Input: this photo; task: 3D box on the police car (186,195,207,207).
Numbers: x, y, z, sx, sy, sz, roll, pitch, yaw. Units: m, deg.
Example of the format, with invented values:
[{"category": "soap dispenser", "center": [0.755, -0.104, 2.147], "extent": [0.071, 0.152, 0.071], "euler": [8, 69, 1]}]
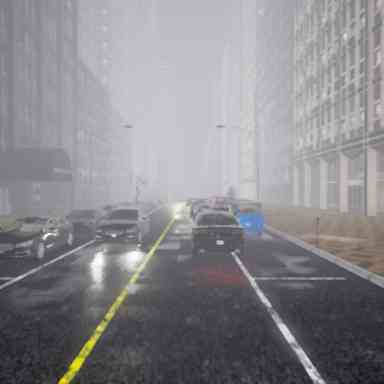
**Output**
[{"category": "police car", "center": [0.776, 1.395, 29.261], "extent": [1.930, 1.638, 5.238], "euler": [0, 0, 2]}]

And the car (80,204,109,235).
[{"category": "car", "center": [-5.692, 1.548, 17.783], "extent": [1.947, 1.339, 4.313], "euler": [-1, 0, 0]}]

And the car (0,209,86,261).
[{"category": "car", "center": [-5.694, 1.539, 12.099], "extent": [2.008, 1.369, 4.403], "euler": [-1, 0, 0]}]

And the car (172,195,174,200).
[{"category": "car", "center": [-5.676, 1.363, 74.619], "extent": [1.967, 1.590, 4.097], "euler": [-1, 0, 0]}]

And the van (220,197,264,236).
[{"category": "van", "center": [2.686, 1.323, 17.780], "extent": [1.690, 1.788, 3.998], "euler": [-1, 0, 0]}]

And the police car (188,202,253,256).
[{"category": "police car", "center": [0.904, 1.412, 13.237], "extent": [1.930, 1.638, 5.238], "euler": [0, 0, 0]}]

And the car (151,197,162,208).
[{"category": "car", "center": [-5.684, 1.504, 46.201], "extent": [2.008, 1.369, 4.403], "euler": [-1, 0, 0]}]

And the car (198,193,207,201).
[{"category": "car", "center": [2.706, 1.226, 85.985], "extent": [2.192, 1.841, 5.009], "euler": [-1, 0, 0]}]

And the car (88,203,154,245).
[{"category": "car", "center": [-3.095, 1.489, 15.594], "extent": [1.837, 1.490, 4.892], "euler": [0, 0, 0]}]

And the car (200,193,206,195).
[{"category": "car", "center": [2.704, 1.232, 80.301], "extent": [2.192, 1.841, 5.009], "euler": [-1, 0, 0]}]

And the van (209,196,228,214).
[{"category": "van", "center": [2.691, 1.306, 34.831], "extent": [1.690, 1.788, 3.998], "euler": [-1, 0, 0]}]

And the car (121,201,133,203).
[{"category": "car", "center": [-5.691, 1.521, 23.467], "extent": [1.887, 1.381, 4.507], "euler": [-1, 0, 0]}]

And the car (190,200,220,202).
[{"category": "car", "center": [0.907, 1.503, 23.128], "extent": [1.812, 1.442, 4.674], "euler": [0, 0, 0]}]

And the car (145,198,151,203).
[{"category": "car", "center": [-5.687, 1.547, 34.834], "extent": [1.802, 1.307, 4.206], "euler": [-1, 0, 0]}]

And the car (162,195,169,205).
[{"category": "car", "center": [-5.680, 1.492, 57.568], "extent": [2.008, 1.369, 4.403], "euler": [-1, 0, 0]}]

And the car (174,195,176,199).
[{"category": "car", "center": [-5.672, 1.436, 85.817], "extent": [1.752, 1.417, 4.829], "euler": [-1, 0, 0]}]

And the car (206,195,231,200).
[{"category": "car", "center": [2.689, 1.286, 29.148], "extent": [2.192, 1.841, 5.009], "euler": [-1, 0, 0]}]

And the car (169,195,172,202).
[{"category": "car", "center": [-5.677, 1.511, 68.936], "extent": [1.802, 1.307, 4.206], "euler": [-1, 0, 0]}]

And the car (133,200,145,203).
[{"category": "car", "center": [-5.690, 1.521, 29.150], "extent": [2.008, 1.369, 4.403], "euler": [-1, 0, 0]}]
